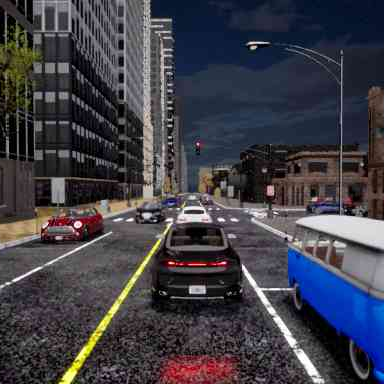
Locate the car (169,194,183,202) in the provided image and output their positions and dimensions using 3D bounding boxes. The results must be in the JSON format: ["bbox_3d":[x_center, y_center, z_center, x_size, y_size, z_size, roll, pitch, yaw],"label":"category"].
[{"bbox_3d":[-3.014,1.549,60.936,1.994,1.385,4.181,0,0,1],"label":"car"}]

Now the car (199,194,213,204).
[{"bbox_3d":[2.732,1.425,59.712,1.967,1.590,4.097,-1,0,0],"label":"car"}]

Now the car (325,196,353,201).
[{"bbox_3d":[16.563,1.411,39.410,5.009,1.841,2.192,1,0,1],"label":"car"}]

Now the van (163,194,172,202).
[{"bbox_3d":[-5.601,1.323,76.707,1.690,1.788,3.998,-1,0,0],"label":"van"}]

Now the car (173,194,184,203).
[{"bbox_3d":[-2.932,1.338,71.764,2.097,1.767,4.553,0,0,0],"label":"car"}]

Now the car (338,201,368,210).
[{"bbox_3d":[16.446,1.793,31.034,4.313,1.339,1.947,1,0,1],"label":"car"}]

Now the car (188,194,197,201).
[{"bbox_3d":[0.075,1.504,81.023,1.812,1.442,4.674,0,0,0],"label":"car"}]

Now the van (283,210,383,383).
[{"bbox_3d":[2.680,1.340,5.091,1.690,1.788,3.998,-1,0,0],"label":"van"}]

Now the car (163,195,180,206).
[{"bbox_3d":[-2.948,1.513,48.050,1.812,1.442,4.674,0,0,-3],"label":"car"}]

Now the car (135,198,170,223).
[{"bbox_3d":[-3.080,1.484,25.140,2.128,1.511,4.902,0,0,0],"label":"car"}]

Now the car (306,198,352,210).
[{"bbox_3d":[14.850,1.684,36.849,4.181,1.385,1.994,1,1,1],"label":"car"}]

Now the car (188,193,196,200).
[{"bbox_3d":[0.084,1.257,91.027,2.097,1.767,4.553,0,0,0],"label":"car"}]

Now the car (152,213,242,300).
[{"bbox_3d":[0.105,1.502,8.382,1.837,1.490,4.892,0,0,0],"label":"car"}]

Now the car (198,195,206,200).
[{"bbox_3d":[2.765,1.531,93.576,2.008,1.369,4.403,-1,0,0],"label":"car"}]

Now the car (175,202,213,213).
[{"bbox_3d":[0.111,1.520,18.739,1.812,1.442,4.674,0,0,0],"label":"car"}]

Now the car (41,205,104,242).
[{"bbox_3d":[-5.689,1.435,16.183,1.967,1.590,4.097,-1,0,0],"label":"car"}]

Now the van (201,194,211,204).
[{"bbox_3d":[2.736,1.325,65.356,1.690,1.788,3.998,-1,0,0],"label":"van"}]
